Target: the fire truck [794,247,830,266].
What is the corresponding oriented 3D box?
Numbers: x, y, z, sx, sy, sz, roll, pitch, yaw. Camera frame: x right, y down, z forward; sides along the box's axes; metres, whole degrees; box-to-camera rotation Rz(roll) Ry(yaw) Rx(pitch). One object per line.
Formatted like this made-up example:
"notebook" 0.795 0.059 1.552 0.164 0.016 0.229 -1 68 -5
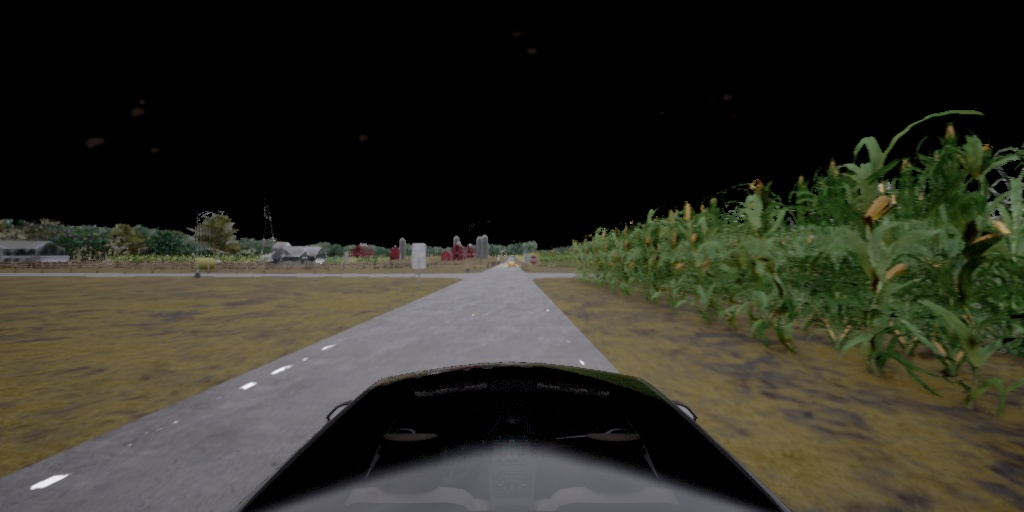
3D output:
"fire truck" 39.386 0.177 45.596 8.468 3.827 2.891 -1 1 0
